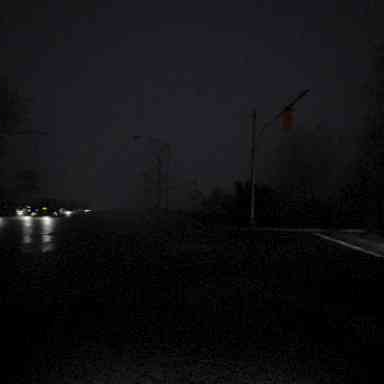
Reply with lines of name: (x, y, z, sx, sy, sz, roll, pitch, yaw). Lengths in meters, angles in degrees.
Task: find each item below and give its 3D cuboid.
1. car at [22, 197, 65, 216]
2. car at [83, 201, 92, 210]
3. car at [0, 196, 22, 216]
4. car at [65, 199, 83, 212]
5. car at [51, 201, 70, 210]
car: (-12.825, 1.239, 29.038, 1.837, 1.490, 4.892, 1, -1, -10)
car: (-16.977, 2.086, 52.421, 1.882, 1.535, 5.008, 1, -2, -9)
car: (-16.114, 1.110, 27.557, 1.882, 1.535, 5.008, 1, -1, -10)
car: (-14.654, 1.574, 39.241, 2.033, 1.411, 5.357, 1, -2, -9)
car: (-20.420, 2.123, 51.830, 1.895, 1.301, 4.718, 1, -3, -10)
